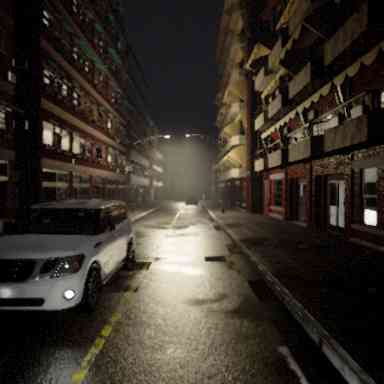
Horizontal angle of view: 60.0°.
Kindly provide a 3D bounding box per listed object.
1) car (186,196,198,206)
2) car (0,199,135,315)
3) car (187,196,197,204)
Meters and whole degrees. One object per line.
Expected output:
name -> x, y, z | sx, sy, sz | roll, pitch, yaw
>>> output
car -> -0.016, 1.562, 54.106 | 1.994, 1.385, 4.181 | 0, 0, 0
car -> -2.825, 1.214, 7.930 | 2.150, 2.045, 5.566 | 0, 0, 1
car -> -0.020, 1.536, 64.129 | 1.812, 1.442, 4.674 | 0, 0, 0
